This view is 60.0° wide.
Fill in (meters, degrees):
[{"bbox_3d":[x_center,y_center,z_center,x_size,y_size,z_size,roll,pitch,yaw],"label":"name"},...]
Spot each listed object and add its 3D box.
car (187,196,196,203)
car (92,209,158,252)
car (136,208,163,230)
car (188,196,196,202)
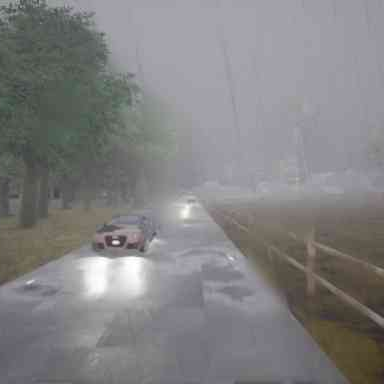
[{"bbox_3d":[-0.053,1.858,78.486,1.882,1.535,5.008,0,0,0],"label":"car"},{"bbox_3d":[-2.763,1.643,14.042,1.994,1.385,4.181,0,0,0],"label":"car"},{"bbox_3d":[-2.772,1.656,19.703,2.033,1.411,5.357,0,0,0],"label":"car"},{"bbox_3d":[-0.060,1.838,88.914,1.994,1.385,4.181,0,0,0],"label":"car"}]
